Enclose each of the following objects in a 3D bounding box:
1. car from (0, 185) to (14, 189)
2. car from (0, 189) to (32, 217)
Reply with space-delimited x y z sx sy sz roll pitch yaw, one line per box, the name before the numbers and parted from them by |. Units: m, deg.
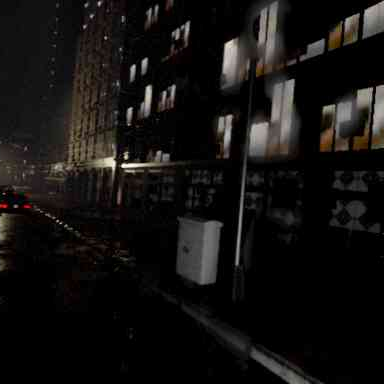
car | -19.091 0.091 33.889 2.097 1.767 4.553 4 0 -31
car | -11.498 0.787 21.426 2.033 1.411 5.357 4 0 -31
